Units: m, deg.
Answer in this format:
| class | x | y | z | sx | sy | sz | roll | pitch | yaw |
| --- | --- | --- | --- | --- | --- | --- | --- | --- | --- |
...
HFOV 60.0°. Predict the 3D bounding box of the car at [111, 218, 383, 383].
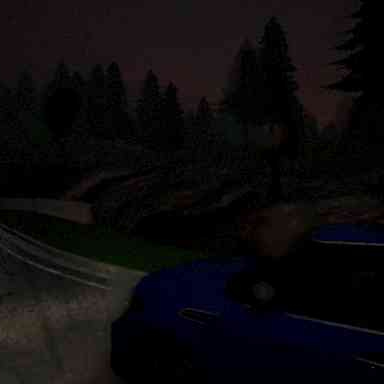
| class | x | y | z | sx | sy | sz | roll | pitch | yaw |
| --- | --- | --- | --- | --- | --- | --- | --- | --- | --- |
| car | 1.796 | 1.221 | 2.740 | 5.566 | 2.045 | 2.150 | 1 | 0 | 36 |
